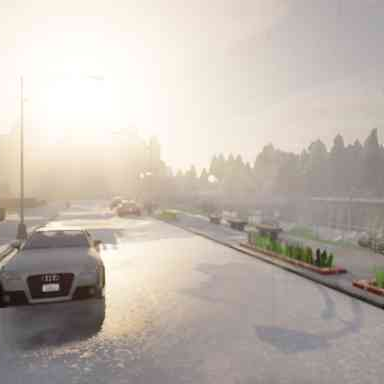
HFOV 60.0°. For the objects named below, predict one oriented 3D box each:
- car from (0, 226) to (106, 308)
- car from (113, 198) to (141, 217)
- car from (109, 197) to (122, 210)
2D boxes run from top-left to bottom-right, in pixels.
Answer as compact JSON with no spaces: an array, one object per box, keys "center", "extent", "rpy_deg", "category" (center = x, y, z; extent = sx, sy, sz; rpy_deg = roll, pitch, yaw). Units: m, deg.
[{"center":[-3.154,1.551,7.946],"extent":[1.994,1.385,4.181],"rpy_deg":[0,0,-17],"category":"car"},{"center":[-6.007,1.507,31.134],"extent":[1.994,1.385,4.181],"rpy_deg":[0,0,-17],"category":"car"},{"center":[-9.462,1.428,42.341],"extent":[1.837,1.490,4.892],"rpy_deg":[0,0,-17],"category":"car"}]
